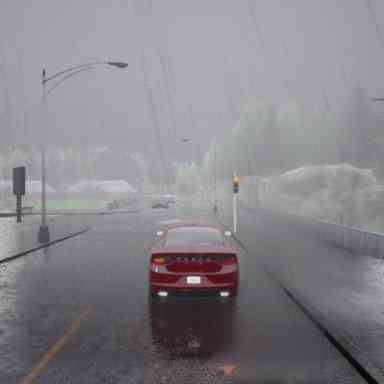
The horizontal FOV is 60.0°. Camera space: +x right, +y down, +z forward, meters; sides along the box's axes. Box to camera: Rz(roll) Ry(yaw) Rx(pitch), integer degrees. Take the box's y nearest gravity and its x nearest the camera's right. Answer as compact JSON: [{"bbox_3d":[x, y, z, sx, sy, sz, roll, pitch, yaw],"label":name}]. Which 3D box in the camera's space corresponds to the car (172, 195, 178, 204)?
[{"bbox_3d":[-4.120,1.564,61.255,1.994,1.385,4.181,0,0,0],"label":"car"}]

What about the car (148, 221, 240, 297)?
[{"bbox_3d":[0.052,1.478,8.630,1.882,1.535,5.008,0,0,0],"label":"car"}]

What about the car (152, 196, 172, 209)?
[{"bbox_3d":[-4.135,1.564,44.094,1.994,1.385,4.181,0,0,0],"label":"car"}]
